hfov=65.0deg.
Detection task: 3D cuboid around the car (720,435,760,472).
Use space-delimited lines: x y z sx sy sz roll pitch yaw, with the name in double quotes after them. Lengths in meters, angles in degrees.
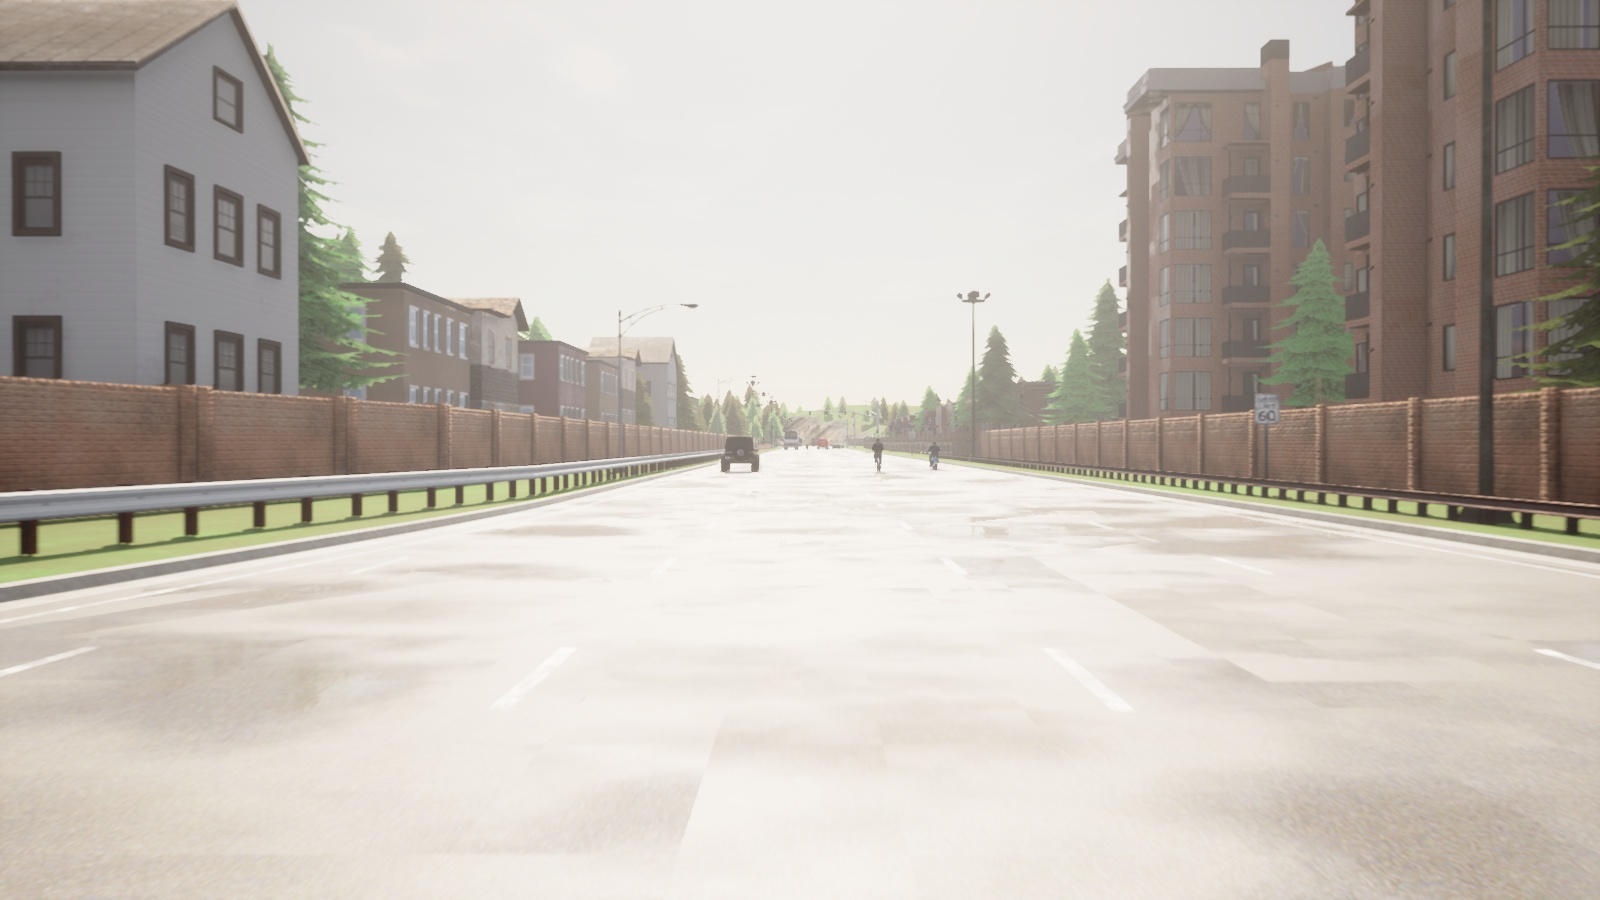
-3.110 0.170 65.867 1.905 1.878 3.866 0 0 0 "car"
